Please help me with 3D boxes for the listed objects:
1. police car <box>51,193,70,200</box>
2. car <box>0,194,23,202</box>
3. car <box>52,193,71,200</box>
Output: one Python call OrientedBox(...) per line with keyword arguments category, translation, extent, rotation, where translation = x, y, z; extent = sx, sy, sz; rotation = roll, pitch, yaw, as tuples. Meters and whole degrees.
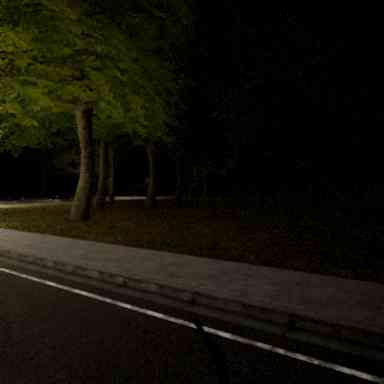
OrientedBox(category="police car", translation=(-28.313, 0.937, 71.650), extent=(1.930, 1.638, 5.238), rotation=(1, 0, 12))
OrientedBox(category="car", translation=(-33.679, 1.076, 62.301), extent=(1.994, 1.385, 4.181), rotation=(1, 0, 12))
OrientedBox(category="car", translation=(-30.356, 0.978, 77.539), extent=(1.812, 1.442, 4.674), rotation=(1, 0, 12))
